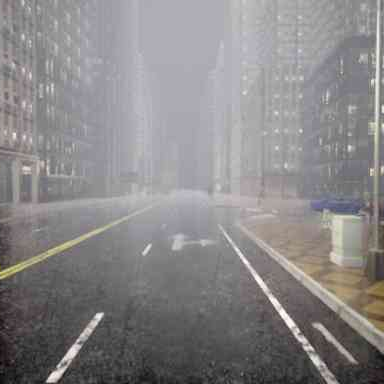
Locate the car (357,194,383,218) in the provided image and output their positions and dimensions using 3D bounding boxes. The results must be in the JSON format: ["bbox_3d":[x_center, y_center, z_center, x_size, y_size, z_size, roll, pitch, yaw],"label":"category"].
[{"bbox_3d":[15.989,1.073,25.573,5.009,1.841,2.192,0,1,3],"label":"car"}]

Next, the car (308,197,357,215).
[{"bbox_3d":[12.588,1.158,28.435,5.008,1.535,1.882,0,1,3],"label":"car"}]

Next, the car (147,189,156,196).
[{"bbox_3d":[-9.754,0.128,80.565,2.128,1.511,4.902,0,1,0],"label":"car"}]

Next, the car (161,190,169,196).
[{"bbox_3d":[-6.504,0.143,80.566,2.033,1.411,5.357,0,1,0],"label":"car"}]
